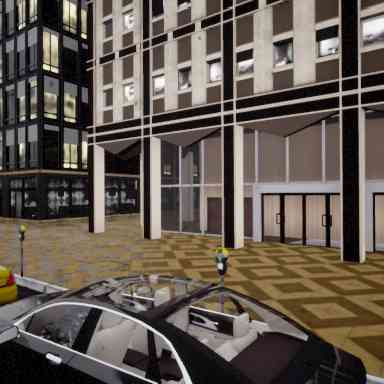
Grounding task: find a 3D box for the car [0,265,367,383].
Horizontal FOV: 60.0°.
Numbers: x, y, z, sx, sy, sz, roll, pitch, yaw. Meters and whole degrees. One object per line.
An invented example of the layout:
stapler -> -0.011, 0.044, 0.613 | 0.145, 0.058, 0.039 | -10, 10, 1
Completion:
car -> -0.650, 1.551, 3.346 | 4.403, 1.369, 2.008 | 0, 0, 36
